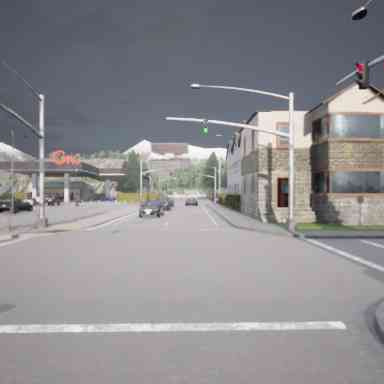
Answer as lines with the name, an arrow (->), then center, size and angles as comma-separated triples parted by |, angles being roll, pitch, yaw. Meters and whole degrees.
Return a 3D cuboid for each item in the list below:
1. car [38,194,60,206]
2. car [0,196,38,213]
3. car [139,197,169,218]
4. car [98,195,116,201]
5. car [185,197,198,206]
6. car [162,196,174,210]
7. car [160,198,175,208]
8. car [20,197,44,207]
car -> -22.783, 1.277, 53.822 | 1.905, 1.878, 3.866 | 0, 0, 0
car -> -19.028, 1.495, 35.964 | 2.007, 1.523, 4.514 | 0, 0, 0
car -> -3.661, 1.496, 30.613 | 2.128, 1.511, 4.902 | 0, 0, 1
car -> -22.429, 1.685, 87.825 | 4.611, 1.667, 2.242 | 0, 0, 0
car -> -0.062, 1.572, 54.117 | 1.994, 1.385, 4.181 | 0, 0, 0
car -> -3.702, 1.358, 40.335 | 2.097, 1.767, 4.553 | 0, 0, 0
car -> -3.710, 1.608, 50.230 | 1.895, 1.301, 4.718 | 0, 0, 1
car -> -26.111, 1.561, 54.414 | 1.970, 1.475, 3.806 | 0, 0, 0
